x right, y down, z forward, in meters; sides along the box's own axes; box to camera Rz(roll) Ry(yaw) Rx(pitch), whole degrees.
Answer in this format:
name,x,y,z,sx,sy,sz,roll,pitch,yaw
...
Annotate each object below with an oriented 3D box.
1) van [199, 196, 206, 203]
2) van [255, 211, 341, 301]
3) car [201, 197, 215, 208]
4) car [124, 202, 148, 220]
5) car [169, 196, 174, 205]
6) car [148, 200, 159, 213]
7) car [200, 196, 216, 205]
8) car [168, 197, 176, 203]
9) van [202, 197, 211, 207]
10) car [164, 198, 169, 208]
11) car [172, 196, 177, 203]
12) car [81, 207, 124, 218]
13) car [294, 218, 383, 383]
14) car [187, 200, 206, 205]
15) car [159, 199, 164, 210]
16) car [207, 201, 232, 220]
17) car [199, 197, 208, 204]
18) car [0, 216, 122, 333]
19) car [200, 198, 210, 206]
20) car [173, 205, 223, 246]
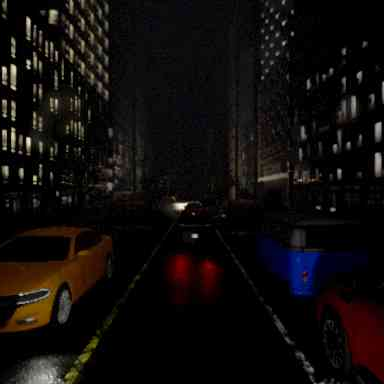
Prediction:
name,x,y,z,sx,sy,sz,roll,pitch,yaw
van,2.860,2.081,87.793,1.690,1.788,3.998,-1,0,0
van,2.696,1.413,8.225,1.690,1.788,3.998,-1,0,0
car,2.801,1.819,59.377,2.192,1.841,5.009,-1,0,0
car,-5.635,1.813,30.974,2.008,1.369,4.403,-1,0,0
car,-5.554,2.162,70.759,1.947,1.339,4.313,-1,0,0
car,-5.612,1.940,42.341,1.802,1.307,4.206,-1,0,0
car,2.789,1.771,53.693,2.192,1.841,5.009,-1,0,0
car,-5.508,2.224,93.493,1.967,1.590,4.097,-1,0,0
van,2.813,1.892,65.060,1.690,1.788,3.998,-1,0,0
car,-5.577,2.025,59.222,1.752,1.417,4.829,-1,0,0
car,-5.530,2.241,82.126,2.008,1.369,4.403,-1,0,0
car,-5.659,1.717,19.608,2.008,1.369,4.403,-1,0,0
car,2.684,1.339,2.542,2.192,1.841,5.009,-1,0,0
car,0.164,1.803,32.539,1.812,1.442,4.674,0,0,0
car,-5.601,1.846,48.025,1.967,1.590,4.097,-1,0,0
car,2.745,1.815,30.957,2.008,1.369,4.403,-1,0,0
car,2.849,2.133,82.109,1.967,1.590,4.097,-1,0,0
car,-3.085,1.540,7.266,1.882,1.535,5.008,0,0,0
car,2.826,2.039,70.742,1.967,1.590,4.097,-1,0,0
car,0.129,1.630,16.151,2.128,1.511,4.902,0,0,0
